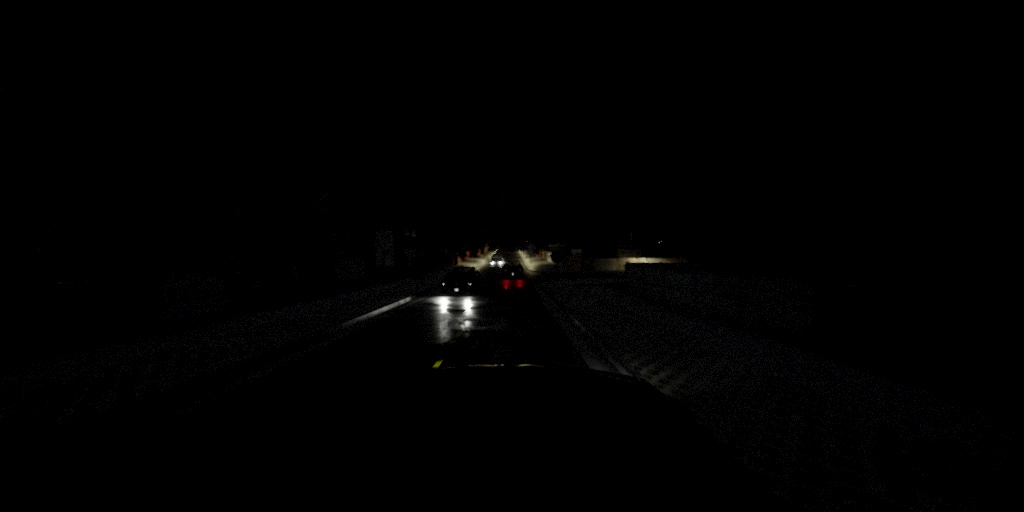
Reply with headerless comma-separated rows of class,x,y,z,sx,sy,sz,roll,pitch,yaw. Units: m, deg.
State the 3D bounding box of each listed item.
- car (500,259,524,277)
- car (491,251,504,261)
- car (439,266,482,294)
car,0.085,1.231,33.196,1.895,1.301,4.718,0,1,0
car,-2.763,0.199,65.133,1.895,1.301,4.718,0,2,0
car,-2.753,1.301,20.468,2.033,1.411,5.357,0,0,0
